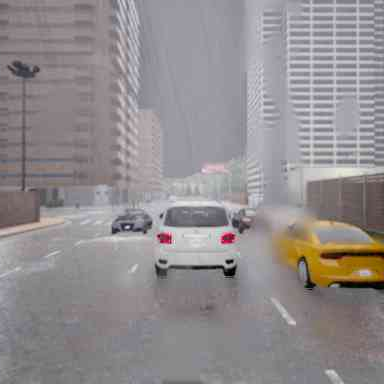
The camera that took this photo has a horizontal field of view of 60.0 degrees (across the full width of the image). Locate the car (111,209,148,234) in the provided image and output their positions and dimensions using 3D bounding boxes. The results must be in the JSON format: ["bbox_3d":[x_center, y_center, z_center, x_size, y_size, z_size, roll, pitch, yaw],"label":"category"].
[{"bbox_3d":[-3.507,1.745,20.026,1.994,1.385,4.181,0,0,0],"label":"car"}]

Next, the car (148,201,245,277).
[{"bbox_3d":[0.098,1.298,10.617,2.150,2.045,5.566,0,0,0],"label":"car"}]

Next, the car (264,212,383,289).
[{"bbox_3d":[3.601,1.546,9.403,1.882,1.535,5.008,0,0,0],"label":"car"}]

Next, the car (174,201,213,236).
[{"bbox_3d":[0.095,1.497,20.202,2.097,1.767,4.553,0,0,0],"label":"car"}]

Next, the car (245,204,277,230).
[{"bbox_3d":[3.589,1.671,20.264,1.812,1.442,4.674,0,0,0],"label":"car"}]
